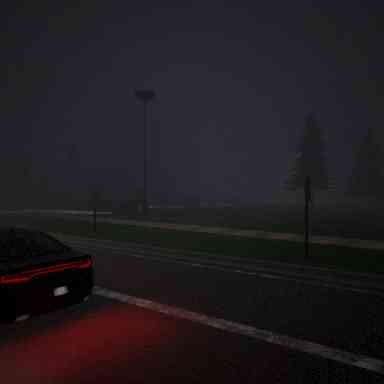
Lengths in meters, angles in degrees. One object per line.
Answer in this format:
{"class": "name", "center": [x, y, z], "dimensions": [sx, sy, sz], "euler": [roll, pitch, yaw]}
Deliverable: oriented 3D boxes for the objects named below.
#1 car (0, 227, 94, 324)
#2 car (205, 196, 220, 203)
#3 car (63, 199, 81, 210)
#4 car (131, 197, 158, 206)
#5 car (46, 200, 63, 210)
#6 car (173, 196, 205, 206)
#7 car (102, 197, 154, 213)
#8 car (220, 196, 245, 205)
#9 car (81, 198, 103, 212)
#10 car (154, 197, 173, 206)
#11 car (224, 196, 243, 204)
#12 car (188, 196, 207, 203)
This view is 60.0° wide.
{"class": "car", "center": [-4.162, 1.478, 6.935], "dimensions": [5.008, 1.535, 1.882], "euler": [0, 0, 36]}
{"class": "car", "center": [5.110, 1.502, 67.838], "dimensions": [2.128, 1.511, 4.902], "euler": [0, 0, 35]}
{"class": "car", "center": [-13.182, 1.503, 41.901], "dimensions": [1.837, 1.490, 4.892], "euler": [0, 0, 35]}
{"class": "car", "center": [-7.918, 1.525, 55.495], "dimensions": [1.812, 1.442, 4.674], "euler": [0, 0, 35]}
{"class": "car", "center": [-16.406, 1.601, 43.399], "dimensions": [1.895, 1.301, 4.718], "euler": [0, 0, 35]}
{"class": "car", "center": [-0.448, 1.477, 53.957], "dimensions": [1.882, 1.535, 5.008], "euler": [0, 0, 35]}
{"class": "car", "center": [-7.213, 1.547, 38.223], "dimensions": [2.033, 1.411, 5.357], "euler": [0, 0, 35]}
{"class": "car", "center": [7.662, 1.548, 59.402], "dimensions": [2.033, 1.411, 5.357], "euler": [0, 0, 35]}
{"class": "car", "center": [-10.435, 1.526, 39.723], "dimensions": [1.812, 1.442, 4.674], "euler": [0, 0, 35]}
{"class": "car", "center": [-4.348, 1.547, 54.498], "dimensions": [2.033, 1.411, 5.357], "euler": [0, 0, 35]}
{"class": "car", "center": [8.383, 1.542, 66.401], "dimensions": [1.812, 1.442, 4.674], "euler": [0, 1, 35]}
{"class": "car", "center": [1.189, 1.561, 68.350], "dimensions": [1.994, 1.385, 4.181], "euler": [0, 0, 35]}
